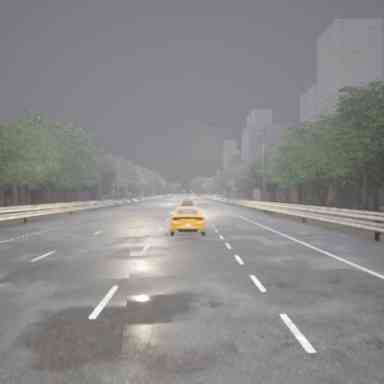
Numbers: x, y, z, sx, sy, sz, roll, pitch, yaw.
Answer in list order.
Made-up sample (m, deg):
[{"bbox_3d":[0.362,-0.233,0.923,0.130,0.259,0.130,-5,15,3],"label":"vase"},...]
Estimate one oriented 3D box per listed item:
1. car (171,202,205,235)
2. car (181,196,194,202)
[{"bbox_3d":[-0.244,1.604,19.762,1.882,1.535,5.008,0,0,-1],"label":"car"},{"bbox_3d":[-0.742,1.914,56.889,2.128,1.511,4.902,0,0,-1],"label":"car"}]
